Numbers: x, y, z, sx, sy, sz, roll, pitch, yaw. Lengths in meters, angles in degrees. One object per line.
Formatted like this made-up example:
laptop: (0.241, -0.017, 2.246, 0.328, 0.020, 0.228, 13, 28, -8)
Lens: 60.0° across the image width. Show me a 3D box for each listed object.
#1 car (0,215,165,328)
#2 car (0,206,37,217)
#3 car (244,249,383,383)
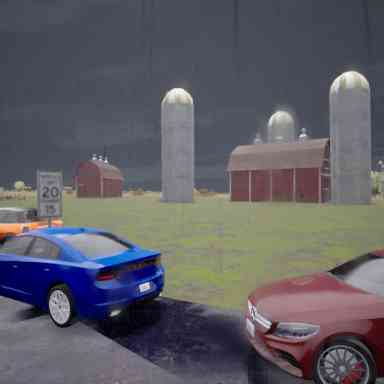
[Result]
car: (-2.892, 1.480, 7.054, 5.008, 1.535, 1.882, 0, 0, 33)
car: (-6.983, 1.364, 12.658, 4.553, 1.767, 2.097, 0, 0, 27)
car: (3.080, 1.557, 4.636, 4.674, 1.442, 1.812, 1, 0, -7)
